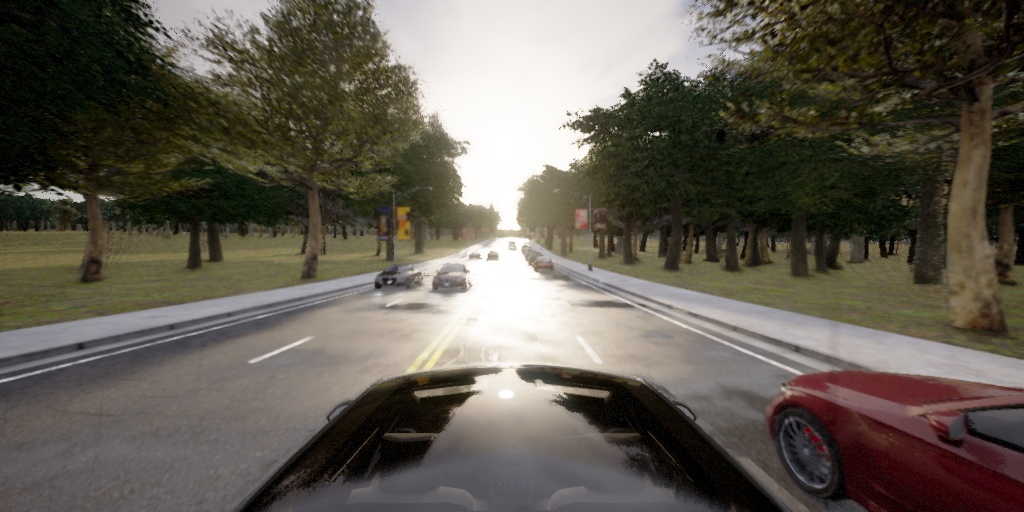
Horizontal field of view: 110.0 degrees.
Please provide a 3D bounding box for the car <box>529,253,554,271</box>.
[{"bbox_3d":[3.254,0.748,37.813,2.163,1.488,4.792,0,2,0],"label":"car"}]

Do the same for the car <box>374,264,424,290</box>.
[{"bbox_3d":[-6.585,1.183,21.261,1.994,1.385,4.181,0,1,0],"label":"car"}]

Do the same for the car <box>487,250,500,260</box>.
[{"bbox_3d":[-3.259,-0.284,62.812,2.097,1.767,4.553,0,2,0],"label":"car"}]

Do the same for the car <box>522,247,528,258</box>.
[{"bbox_3d":[3.257,-0.168,59.729,2.097,1.767,4.553,0,2,0],"label":"car"}]

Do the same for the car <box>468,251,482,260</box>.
[{"bbox_3d":[-6.512,-0.116,63.544,1.994,1.385,4.181,0,3,1],"label":"car"}]

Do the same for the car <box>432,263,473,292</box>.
[{"bbox_3d":[-3.333,1.152,20.722,1.812,1.442,4.674,0,1,0],"label":"car"}]

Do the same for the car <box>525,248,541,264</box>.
[{"bbox_3d":[3.256,0.228,48.738,2.097,1.767,4.553,0,2,0],"label":"car"}]

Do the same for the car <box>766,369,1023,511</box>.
[{"bbox_3d":[3.350,1.276,1.477,1.812,1.442,4.674,0,0,0],"label":"car"}]
